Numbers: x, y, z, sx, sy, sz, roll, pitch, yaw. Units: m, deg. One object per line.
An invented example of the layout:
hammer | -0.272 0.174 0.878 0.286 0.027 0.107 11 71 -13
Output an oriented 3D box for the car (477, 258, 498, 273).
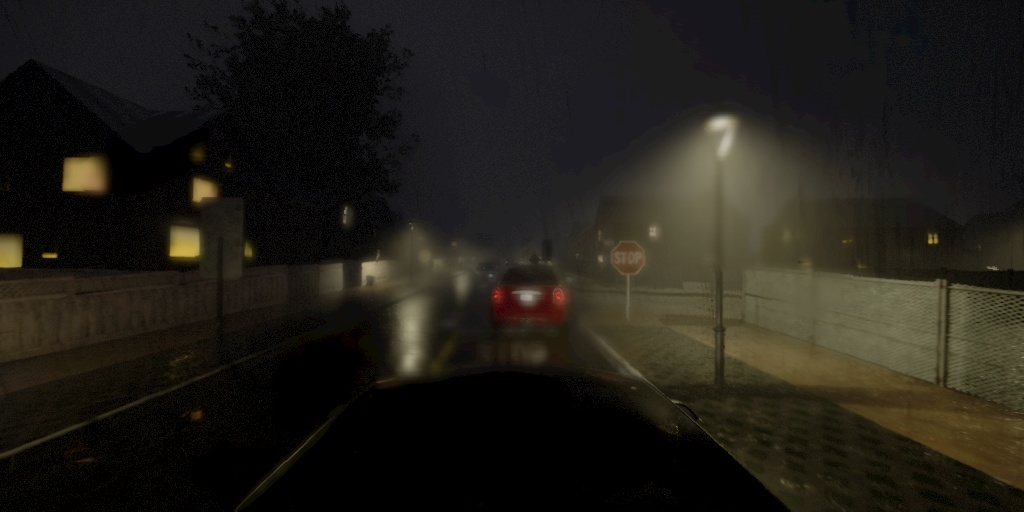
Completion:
car | -2.845 1.246 41.479 1.994 1.385 4.181 0 0 0

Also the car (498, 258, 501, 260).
car | -2.770 1.149 63.330 1.882 1.535 5.008 0 0 0

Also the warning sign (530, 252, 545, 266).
warning sign | 2.515 0.801 37.708 1.300 1.860 1.060 0 0 0

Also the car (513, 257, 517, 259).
car | 0.048 1.219 60.953 2.033 1.411 5.357 0 0 0

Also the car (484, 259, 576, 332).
car | 0.816 1.079 11.049 2.097 1.767 4.553 0 0 11
